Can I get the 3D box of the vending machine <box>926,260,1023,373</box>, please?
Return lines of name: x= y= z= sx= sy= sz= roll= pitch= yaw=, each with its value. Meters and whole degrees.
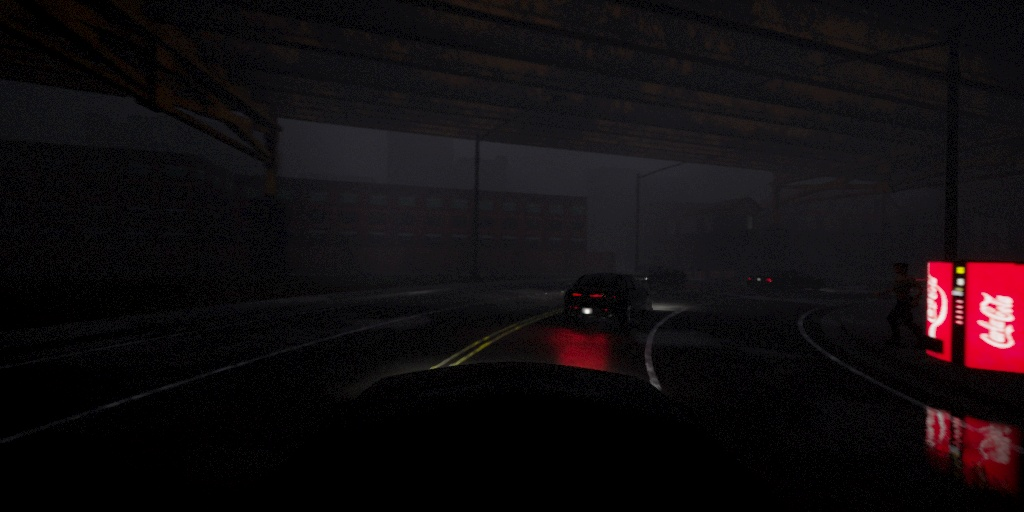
vending machine: x=8.607 y=1.075 z=6.702 sx=1.100 sy=2.100 sz=0.880 roll=0 pitch=0 yaw=26

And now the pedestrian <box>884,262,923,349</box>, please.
pedestrian: x=8.371 y=1.018 z=7.681 sx=0.375 sy=1.860 sz=0.375 roll=1 pitch=0 yaw=29

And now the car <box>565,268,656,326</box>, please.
car: x=3.330 y=1.292 z=12.015 sx=1.837 sy=1.490 sz=4.892 roll=0 pitch=-1 yaw=31

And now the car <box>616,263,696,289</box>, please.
car: x=9.344 y=1.376 z=23.219 sx=4.902 sy=1.511 sz=2.128 roll=1 pitch=0 yaw=-34

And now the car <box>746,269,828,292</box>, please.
car: x=17.832 y=1.549 z=23.287 sx=5.357 sy=1.411 sz=2.033 roll=1 pitch=0 yaw=-19
